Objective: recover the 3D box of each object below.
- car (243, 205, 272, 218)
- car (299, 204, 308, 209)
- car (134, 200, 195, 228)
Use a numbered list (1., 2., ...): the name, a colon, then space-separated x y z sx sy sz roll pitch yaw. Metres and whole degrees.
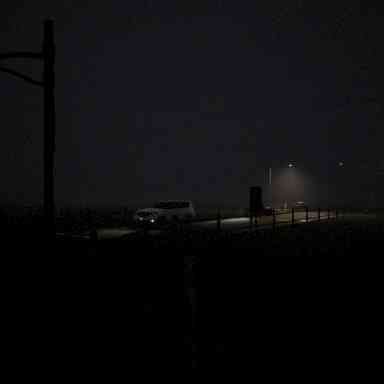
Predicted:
1. car: 7.770 2.231 39.346 2.128 1.511 4.902 0 -1 36
2. car: 16.924 2.183 51.731 2.128 1.511 4.902 0 -1 36
3. car: -2.008 1.639 25.971 2.150 2.045 5.566 0 -1 36
